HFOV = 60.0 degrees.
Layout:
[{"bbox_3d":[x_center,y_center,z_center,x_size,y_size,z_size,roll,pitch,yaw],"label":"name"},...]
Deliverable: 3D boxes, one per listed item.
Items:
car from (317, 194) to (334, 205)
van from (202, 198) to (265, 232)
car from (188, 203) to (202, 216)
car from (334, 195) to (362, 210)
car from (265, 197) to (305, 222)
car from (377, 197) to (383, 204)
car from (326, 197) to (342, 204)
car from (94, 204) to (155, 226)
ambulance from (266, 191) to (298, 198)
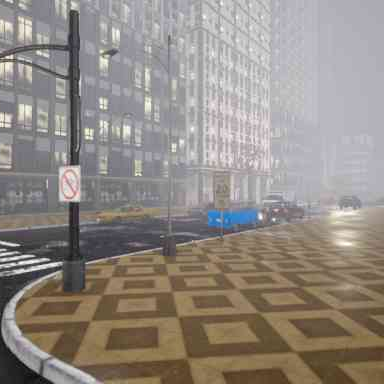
[{"bbox_3d":[25.175,1.381,62.530,2.192,1.841,5.009,0,0,38],"label":"car"},{"bbox_3d":[2.631,1.368,20.268,1.690,1.788,3.998,0,0,38],"label":"van"},{"bbox_3d":[1.368,1.604,31.706,1.802,1.307,4.206,0,0,38],"label":"car"},{"bbox_3d":[21.208,1.369,44.502,2.192,1.841,5.009,0,0,38],"label":"car"},{"bbox_3d":[7.605,1.472,26.889,1.967,1.590,4.097,0,0,38],"label":"car"},{"bbox_3d":[38.212,1.659,66.518,1.947,1.339,4.313,0,0,38],"label":"car"},{"bbox_3d":[28.576,1.625,66.932,2.008,1.369,4.403,0,0,38],"label":"car"},{"bbox_3d":[-4.752,1.540,23.993,1.752,1.417,4.829,0,0,38],"label":"car"},{"bbox_3d":[10.242,1.063,38.996,2.351,2.431,6.366,0,0,38],"label":"ambulance"}]
